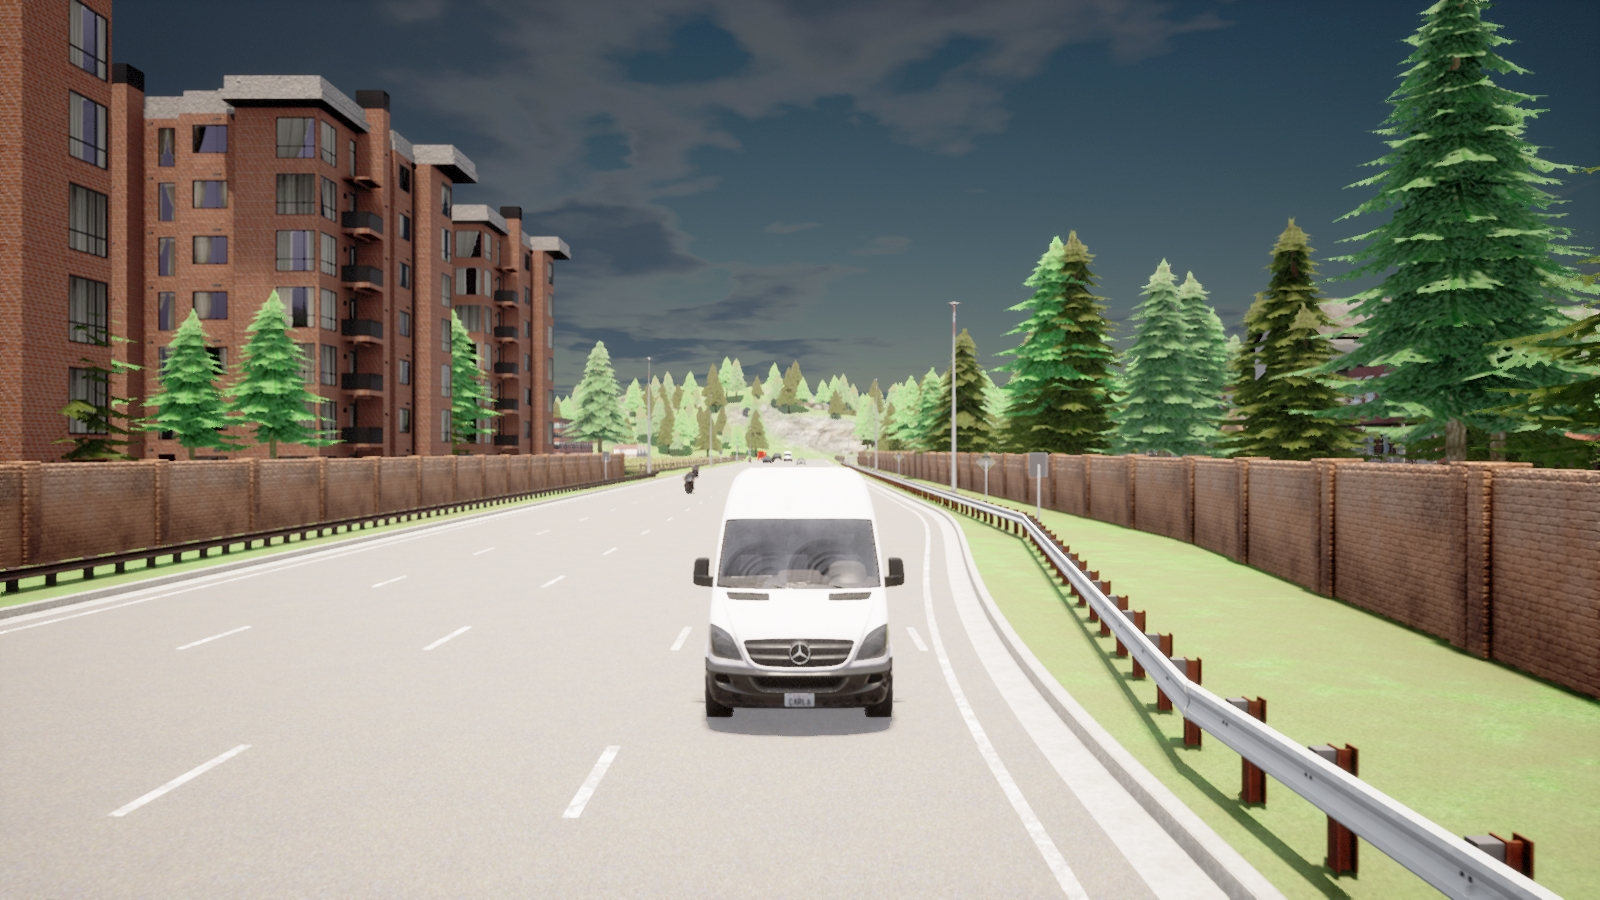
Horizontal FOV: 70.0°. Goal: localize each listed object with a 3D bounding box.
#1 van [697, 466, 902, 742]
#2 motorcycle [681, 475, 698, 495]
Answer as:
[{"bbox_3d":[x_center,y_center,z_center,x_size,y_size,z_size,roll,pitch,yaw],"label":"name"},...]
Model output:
[{"bbox_3d":[-0.007,1.535,14.033,1.988,2.561,5.915,0,0,0],"label":"van"},{"bbox_3d":[-7.052,2.219,73.038,0.867,1.251,2.209,0,0,0],"label":"motorcycle"}]
